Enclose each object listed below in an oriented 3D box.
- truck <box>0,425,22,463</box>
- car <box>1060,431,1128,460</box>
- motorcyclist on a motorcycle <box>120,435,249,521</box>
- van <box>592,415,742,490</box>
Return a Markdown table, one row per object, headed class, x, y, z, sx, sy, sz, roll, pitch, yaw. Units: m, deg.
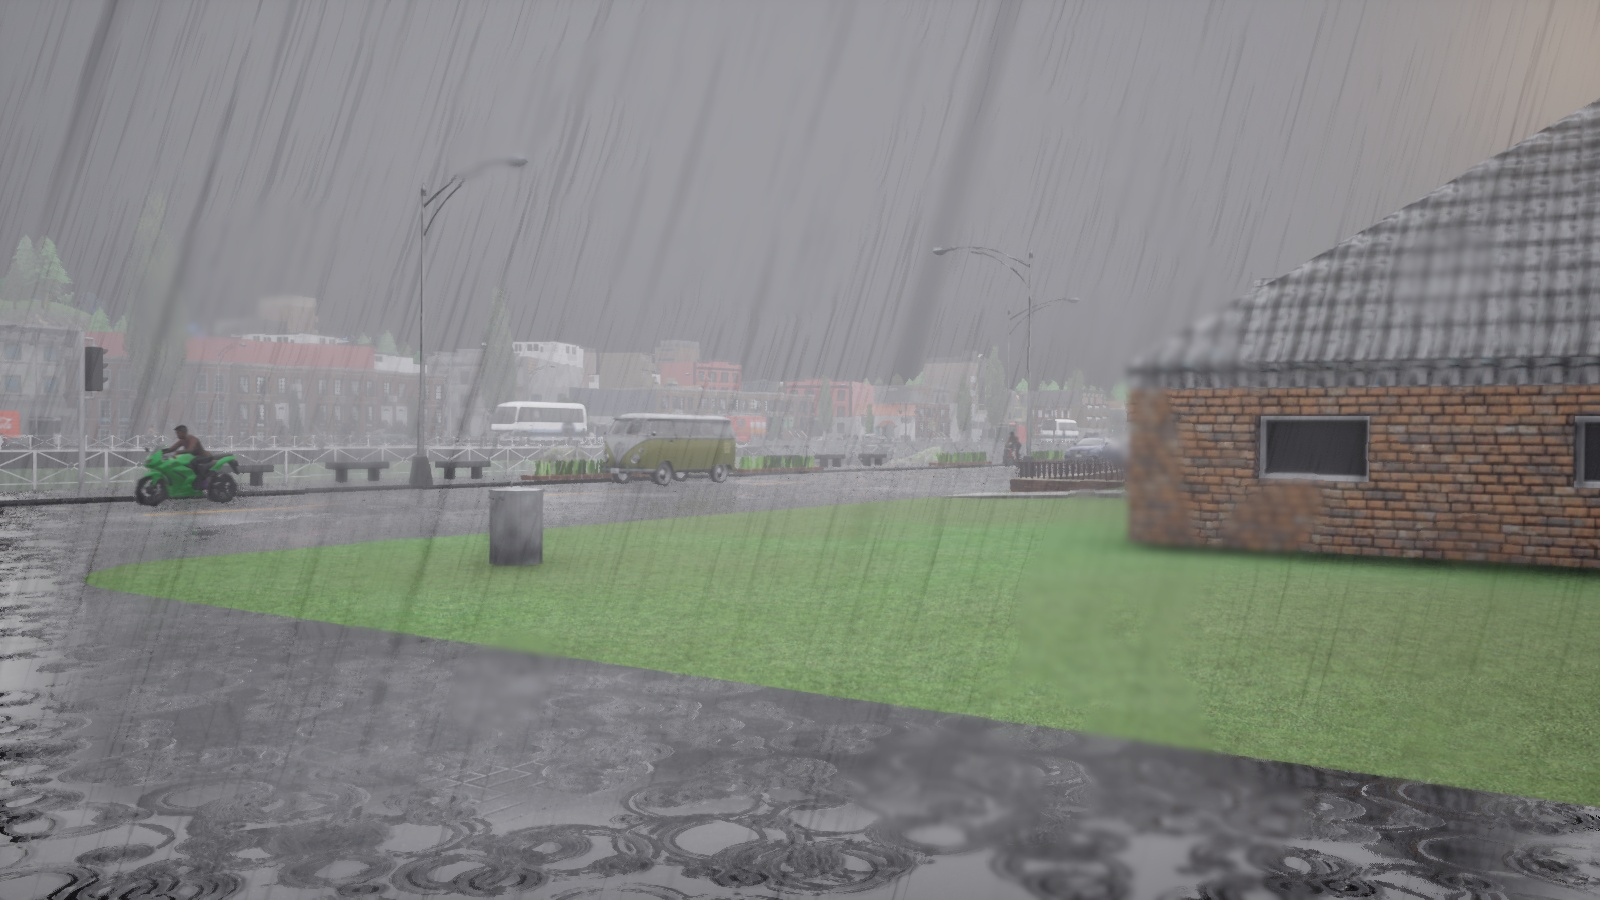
| class | x | y | z | sx | sy | sz | roll | pitch | yaw |
| --- | --- | --- | --- | --- | --- | --- | --- | --- | --- |
| truck | -53.041 | -0.368 | 80.009 | 2.627 | 2.467 | 5.204 | 0 | 1 | 34 |
| car | 14.971 | -0.249 | 63.745 | 1.812 | 1.442 | 4.674 | 0 | 1 | 34 |
| motorcyclist on a motorcycle | -11.605 | 0.495 | 23.726 | 0.797 | 1.523 | 2.044 | 0 | 1 | 34 |
| van | -3.695 | 0.031 | 35.637 | 1.775 | 1.987 | 4.442 | 0 | 1 | 34 |
